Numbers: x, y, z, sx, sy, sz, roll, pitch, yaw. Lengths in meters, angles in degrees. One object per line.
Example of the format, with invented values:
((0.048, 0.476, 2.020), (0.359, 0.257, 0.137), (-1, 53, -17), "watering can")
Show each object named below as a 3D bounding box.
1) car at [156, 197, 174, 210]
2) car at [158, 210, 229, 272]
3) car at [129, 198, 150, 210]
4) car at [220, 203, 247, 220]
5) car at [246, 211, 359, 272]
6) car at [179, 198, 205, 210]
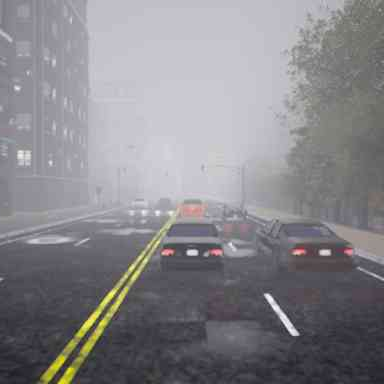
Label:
((-3.308, 1.399, 41.409), (1.882, 1.535, 5.008), (0, 0, 0), "car")
((0.020, 1.525, 10.622), (2.033, 1.411, 5.357), (0, 0, 0), "car")
((-6.554, 1.446, 41.942), (1.812, 1.442, 4.674), (0, 0, 0), "car")
((3.284, 1.546, 27.199), (1.895, 1.301, 4.718), (0, 0, 1), "car")
((3.270, 1.525, 10.643), (2.033, 1.411, 5.357), (0, 0, 0), "car")
((0.040, 1.295, 27.719), (2.097, 1.767, 4.553), (0, 0, 1), "car")
